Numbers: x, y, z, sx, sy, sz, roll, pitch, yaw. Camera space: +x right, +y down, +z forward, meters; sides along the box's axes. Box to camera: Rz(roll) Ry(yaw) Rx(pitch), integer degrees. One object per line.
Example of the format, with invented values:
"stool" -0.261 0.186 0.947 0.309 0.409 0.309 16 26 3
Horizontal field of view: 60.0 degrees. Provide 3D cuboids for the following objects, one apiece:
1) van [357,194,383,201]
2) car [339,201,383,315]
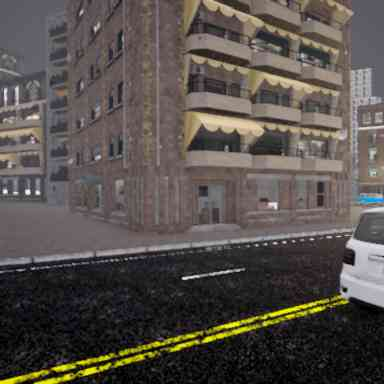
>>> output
"van" 30.149 1.192 56.207 3.998 1.788 1.690 1 -1 26
"car" 5.192 1.258 6.284 5.566 2.045 2.150 0 0 -32
